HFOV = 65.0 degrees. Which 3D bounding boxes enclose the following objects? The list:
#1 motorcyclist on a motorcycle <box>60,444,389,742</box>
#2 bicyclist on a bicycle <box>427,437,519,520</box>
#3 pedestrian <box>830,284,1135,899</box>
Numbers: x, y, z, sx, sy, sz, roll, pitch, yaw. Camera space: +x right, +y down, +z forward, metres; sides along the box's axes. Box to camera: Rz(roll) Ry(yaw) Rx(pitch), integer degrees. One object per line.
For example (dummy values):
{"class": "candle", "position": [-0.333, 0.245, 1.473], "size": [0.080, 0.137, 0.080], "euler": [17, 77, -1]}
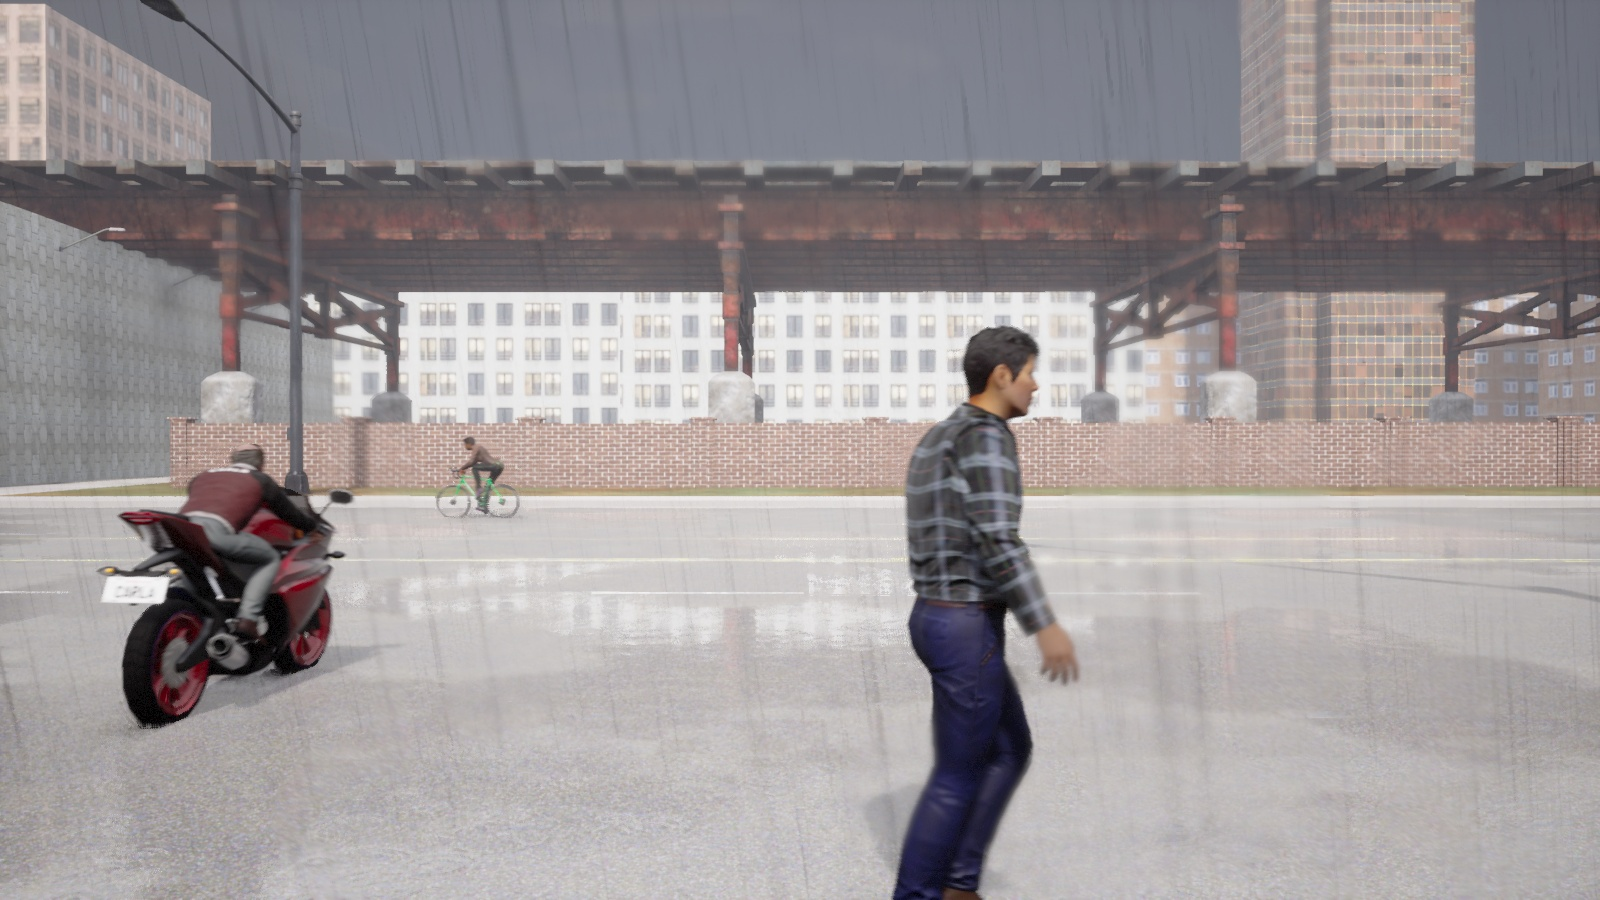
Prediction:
{"class": "motorcyclist on a motorcycle", "position": [-3.350, 0.736, 7.610], "size": [0.866, 1.530, 2.191], "euler": [1, 0, 4]}
{"class": "bicyclist on a bicycle", "position": [-6.425, 0.554, 24.734], "size": [1.656, 1.620, 0.582], "euler": [0, 0, 1]}
{"class": "pedestrian", "position": [0.509, 0.527, 3.640], "size": [0.788, 1.949, 0.423], "euler": [0, 0, -7]}
